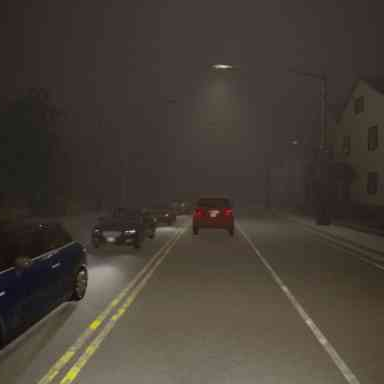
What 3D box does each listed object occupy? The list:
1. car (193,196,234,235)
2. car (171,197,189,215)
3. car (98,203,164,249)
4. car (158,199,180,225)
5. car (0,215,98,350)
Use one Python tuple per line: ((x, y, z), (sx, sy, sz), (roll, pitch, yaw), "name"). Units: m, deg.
((1.233, 1.223, 19.007), (2.150, 2.045, 5.566), (1, 0, 4), "car")
((-1.475, 1.306, 33.917), (2.097, 1.767, 4.553), (1, 0, 4), "car")
((-2.764, 1.443, 14.411), (2.128, 1.511, 4.902), (1, 0, 4), "car")
((-2.165, 1.478, 23.665), (1.812, 1.442, 4.674), (1, 0, 4), "car")
((-3.346, 1.302, 5.197), (2.097, 1.767, 4.553), (1, 0, 4), "car")
